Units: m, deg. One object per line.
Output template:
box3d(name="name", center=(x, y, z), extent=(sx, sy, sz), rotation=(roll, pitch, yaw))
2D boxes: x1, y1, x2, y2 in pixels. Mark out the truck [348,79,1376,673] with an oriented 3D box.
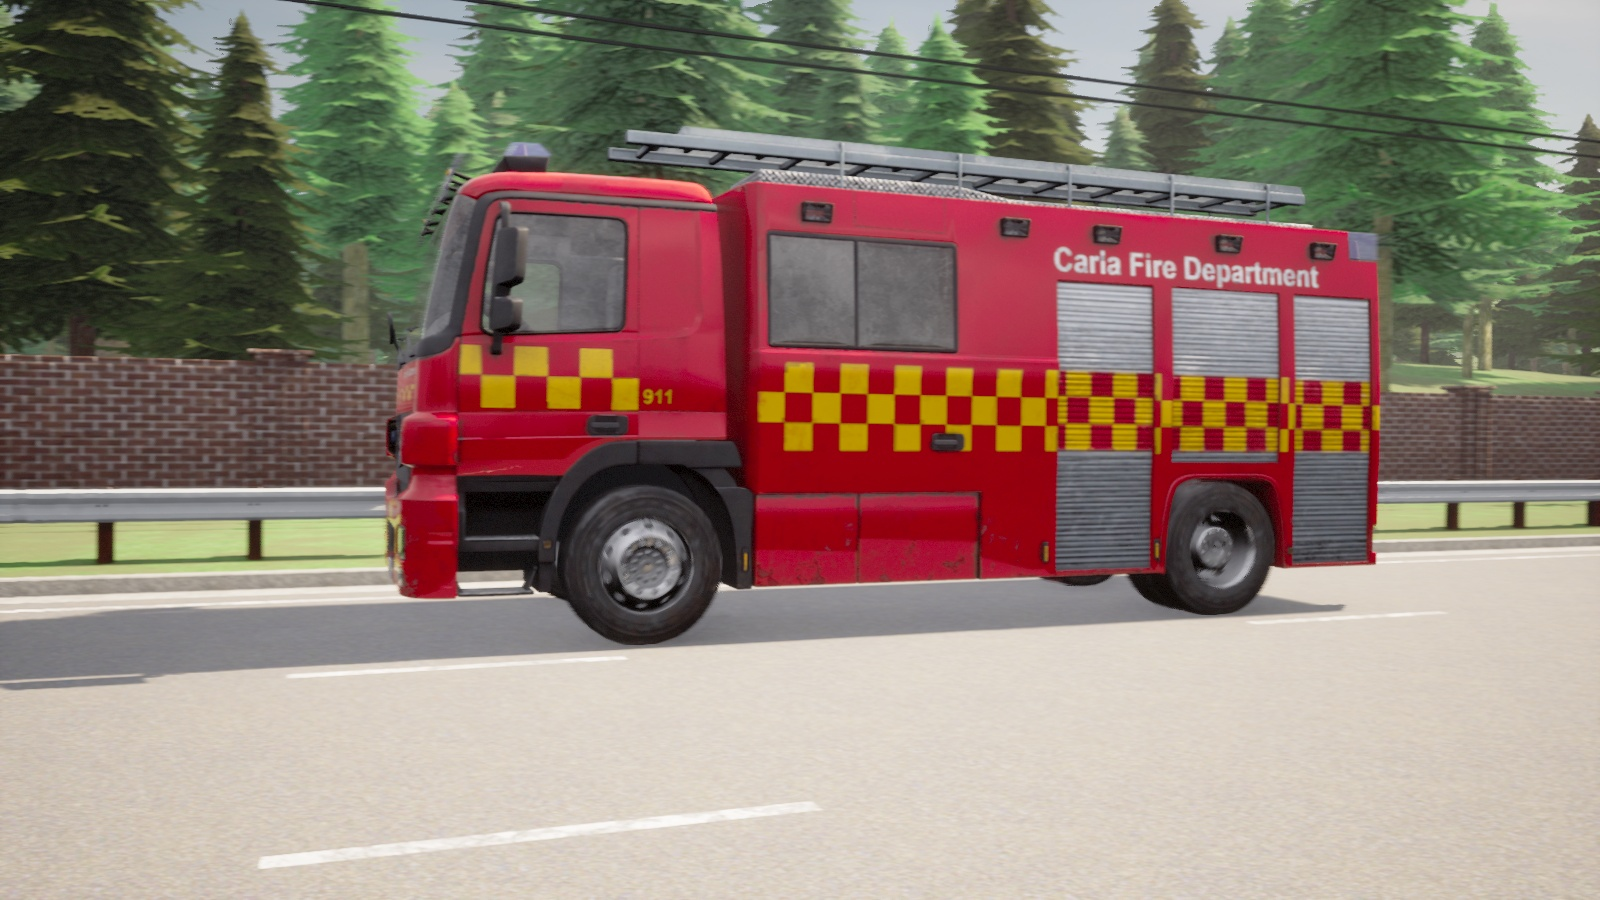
box3d(name="truck", center=(0.615, -0.552, 10.946), extent=(8.468, 3.827, 2.891), rotation=(-1, 1, -21))
